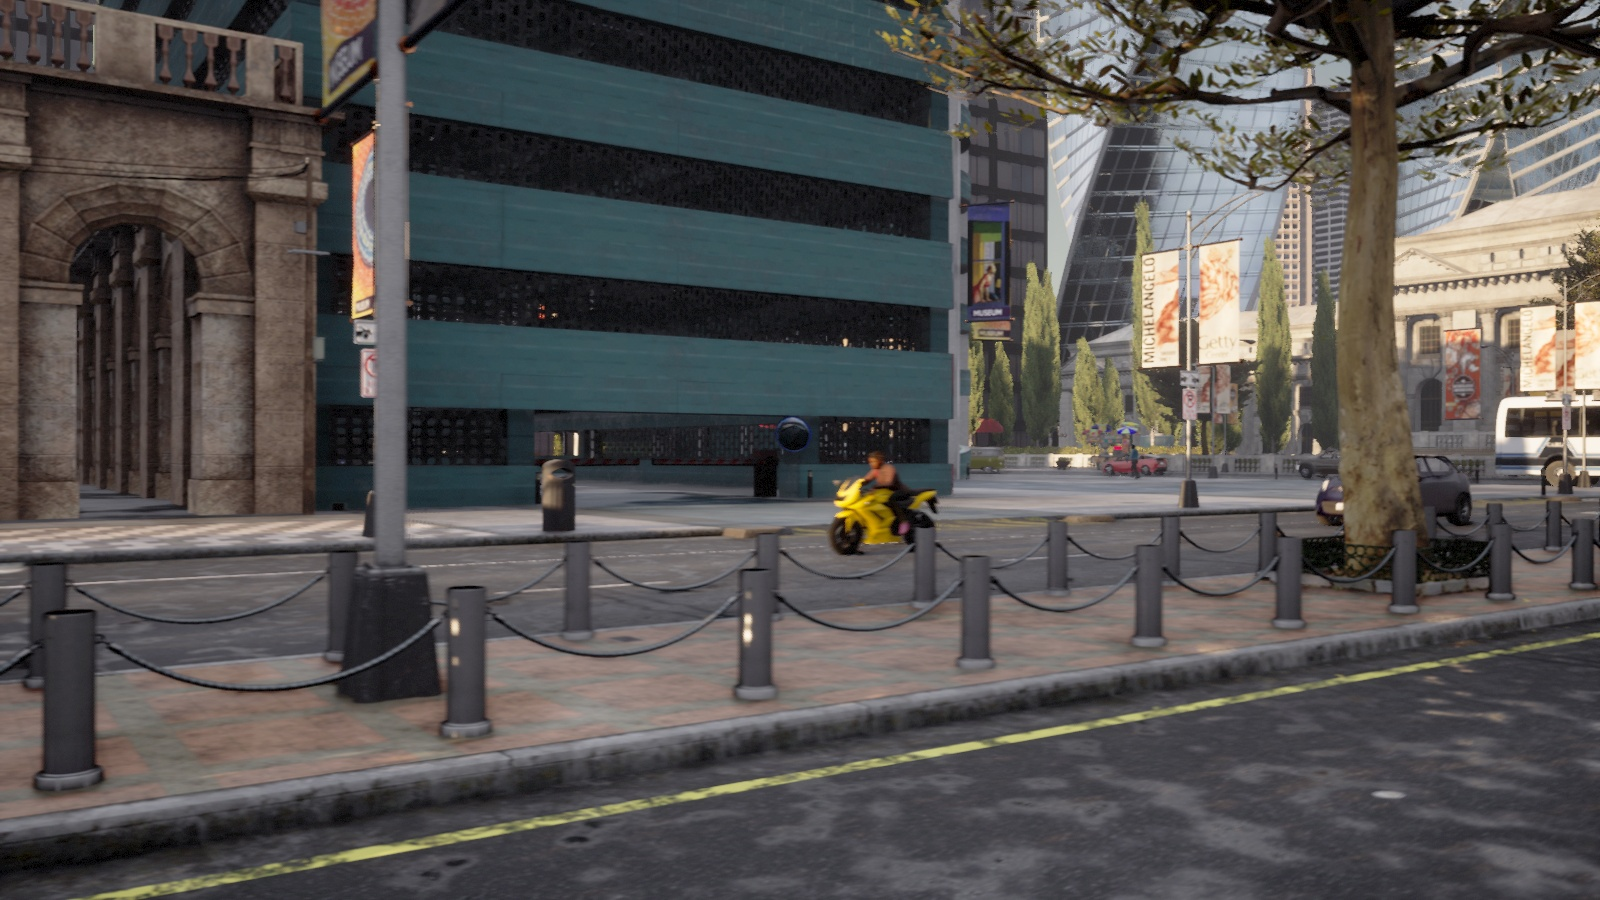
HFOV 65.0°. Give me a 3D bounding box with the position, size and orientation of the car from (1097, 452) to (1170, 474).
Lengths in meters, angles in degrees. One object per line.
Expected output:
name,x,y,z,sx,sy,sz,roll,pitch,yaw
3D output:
car,23.024,0.878,86.813,2.007,1.525,4.514,0,0,-43

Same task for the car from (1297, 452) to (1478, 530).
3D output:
car,12.284,0.805,26.220,3.633,1.501,1.845,0,0,-35

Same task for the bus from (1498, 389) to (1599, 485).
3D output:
bus,37.505,-0.555,56.109,3.944,4.253,10.273,1,-1,-38

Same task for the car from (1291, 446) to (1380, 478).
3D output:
car,31.979,0.700,75.086,1.932,1.855,4.605,0,0,-35

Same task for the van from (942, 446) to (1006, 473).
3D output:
van,13.037,0.722,94.243,4.442,1.987,1.775,0,0,30

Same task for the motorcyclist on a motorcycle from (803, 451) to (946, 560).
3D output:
motorcyclist on a motorcycle,1.109,0.773,18.443,2.044,1.523,0.797,0,0,-35

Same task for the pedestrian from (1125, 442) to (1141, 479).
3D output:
pedestrian,17.514,0.543,66.081,0.396,1.930,0.692,0,0,-37
